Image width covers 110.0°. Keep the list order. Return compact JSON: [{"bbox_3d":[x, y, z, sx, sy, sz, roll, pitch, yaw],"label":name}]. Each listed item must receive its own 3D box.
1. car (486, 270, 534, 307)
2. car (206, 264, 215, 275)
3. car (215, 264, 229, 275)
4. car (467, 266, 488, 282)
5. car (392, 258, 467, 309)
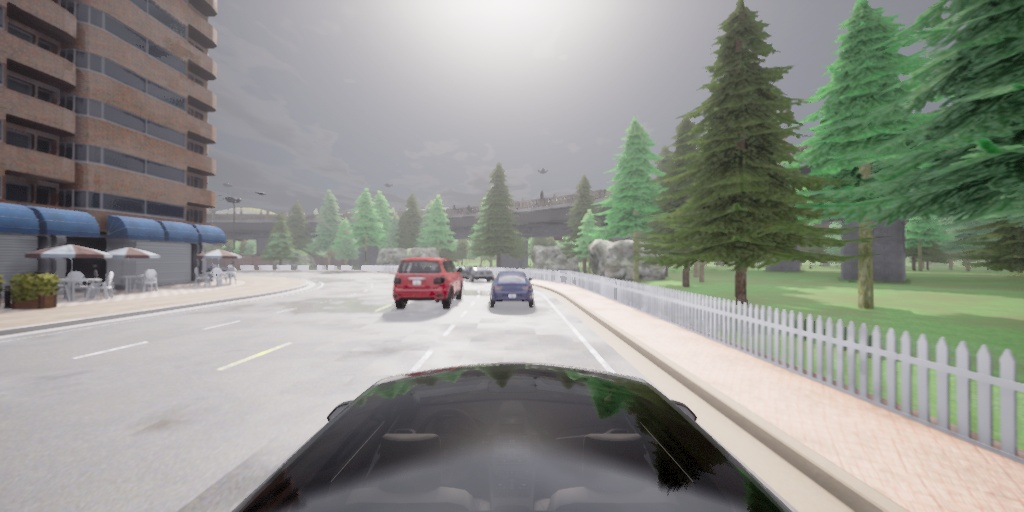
[{"bbox_3d":[-0.043,1.411,16.235,1.812,1.442,4.674,0,0,-1],"label":"car"},{"bbox_3d":[-38.256,1.476,42.071,4.553,1.767,2.097,0,-1,0],"label":"car"},{"bbox_3d":[-38.365,1.706,45.574,5.357,1.411,2.033,0,-1,0],"label":"car"},{"bbox_3d":[-3.380,1.585,32.636,2.033,1.411,5.357,0,-1,-25],"label":"car"},{"bbox_3d":[-3.516,1.098,15.873,2.150,2.045,5.566,0,0,0],"label":"car"}]
